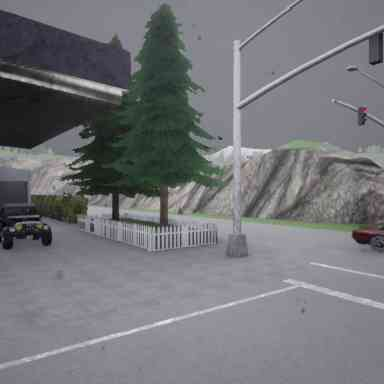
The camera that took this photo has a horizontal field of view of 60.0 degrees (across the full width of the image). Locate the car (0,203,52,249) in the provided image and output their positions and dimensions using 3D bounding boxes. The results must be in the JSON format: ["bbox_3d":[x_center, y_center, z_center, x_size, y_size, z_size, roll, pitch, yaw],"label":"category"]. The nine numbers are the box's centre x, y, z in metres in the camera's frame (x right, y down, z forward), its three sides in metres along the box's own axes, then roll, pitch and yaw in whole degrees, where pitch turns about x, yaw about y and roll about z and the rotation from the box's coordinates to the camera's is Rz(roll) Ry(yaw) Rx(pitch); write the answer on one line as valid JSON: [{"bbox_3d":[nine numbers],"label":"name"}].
[{"bbox_3d":[-8.062,1.505,15.793,1.905,1.878,3.866,0,0,-37],"label":"car"}]

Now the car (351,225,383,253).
[{"bbox_3d":[8.886,1.712,12.826,4.718,1.301,1.895,0,0,38],"label":"car"}]
